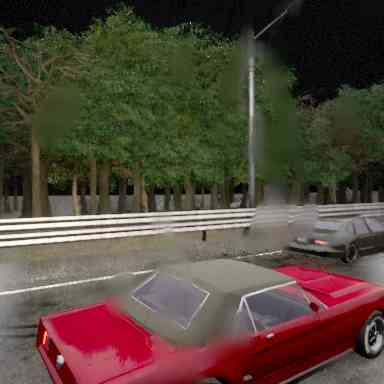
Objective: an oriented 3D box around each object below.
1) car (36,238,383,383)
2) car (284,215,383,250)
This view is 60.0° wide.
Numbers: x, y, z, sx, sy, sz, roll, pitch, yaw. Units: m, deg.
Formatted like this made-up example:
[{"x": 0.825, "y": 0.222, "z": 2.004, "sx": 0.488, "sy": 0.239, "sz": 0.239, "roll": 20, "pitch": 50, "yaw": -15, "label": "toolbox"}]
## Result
[{"x": 0.694, "y": 1.596, "z": 4.319, "sx": 4.718, "sy": 1.301, "sz": 1.895, "roll": 0, "pitch": 0, "yaw": -34, "label": "car"}, {"x": 5.491, "y": 1.515, "z": 11.600, "sx": 5.357, "sy": 1.411, "sz": 2.033, "roll": 0, "pitch": 0, "yaw": -33, "label": "car"}]
